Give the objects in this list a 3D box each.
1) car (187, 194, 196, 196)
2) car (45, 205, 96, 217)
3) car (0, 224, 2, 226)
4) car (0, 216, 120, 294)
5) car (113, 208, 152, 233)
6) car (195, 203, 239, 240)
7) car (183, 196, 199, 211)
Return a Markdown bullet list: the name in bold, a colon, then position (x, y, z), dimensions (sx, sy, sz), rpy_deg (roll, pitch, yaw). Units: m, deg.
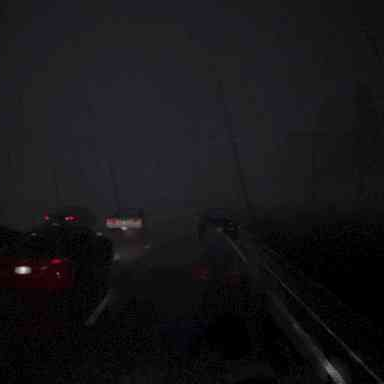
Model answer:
- **car**: position (-0.079, 1.234, 51.876), dimensions (2.097, 1.767, 4.553), rpy_deg (0, 0, 0)
- **car**: position (-6.928, 1.485, 19.244), dimensions (1.812, 1.442, 4.674), rpy_deg (0, 0, 0)
- **car**: position (-6.925, 1.506, 10.269), dimensions (1.812, 1.442, 4.674), rpy_deg (0, 0, 0)
- **car**: position (-3.417, 1.546, 8.742), dimensions (1.994, 1.385, 4.181), rpy_deg (0, 0, 0)
- **car**: position (-3.427, 1.559, 19.114), dimensions (1.895, 1.301, 4.718), rpy_deg (0, 0, 0)
- **car**: position (1.202, 1.487, 16.607), dimensions (1.812, 1.442, 4.674), rpy_deg (0, 0, 0)
- **car**: position (-0.038, 1.510, 39.911), dimensions (1.895, 1.301, 4.718), rpy_deg (0, 0, 0)
